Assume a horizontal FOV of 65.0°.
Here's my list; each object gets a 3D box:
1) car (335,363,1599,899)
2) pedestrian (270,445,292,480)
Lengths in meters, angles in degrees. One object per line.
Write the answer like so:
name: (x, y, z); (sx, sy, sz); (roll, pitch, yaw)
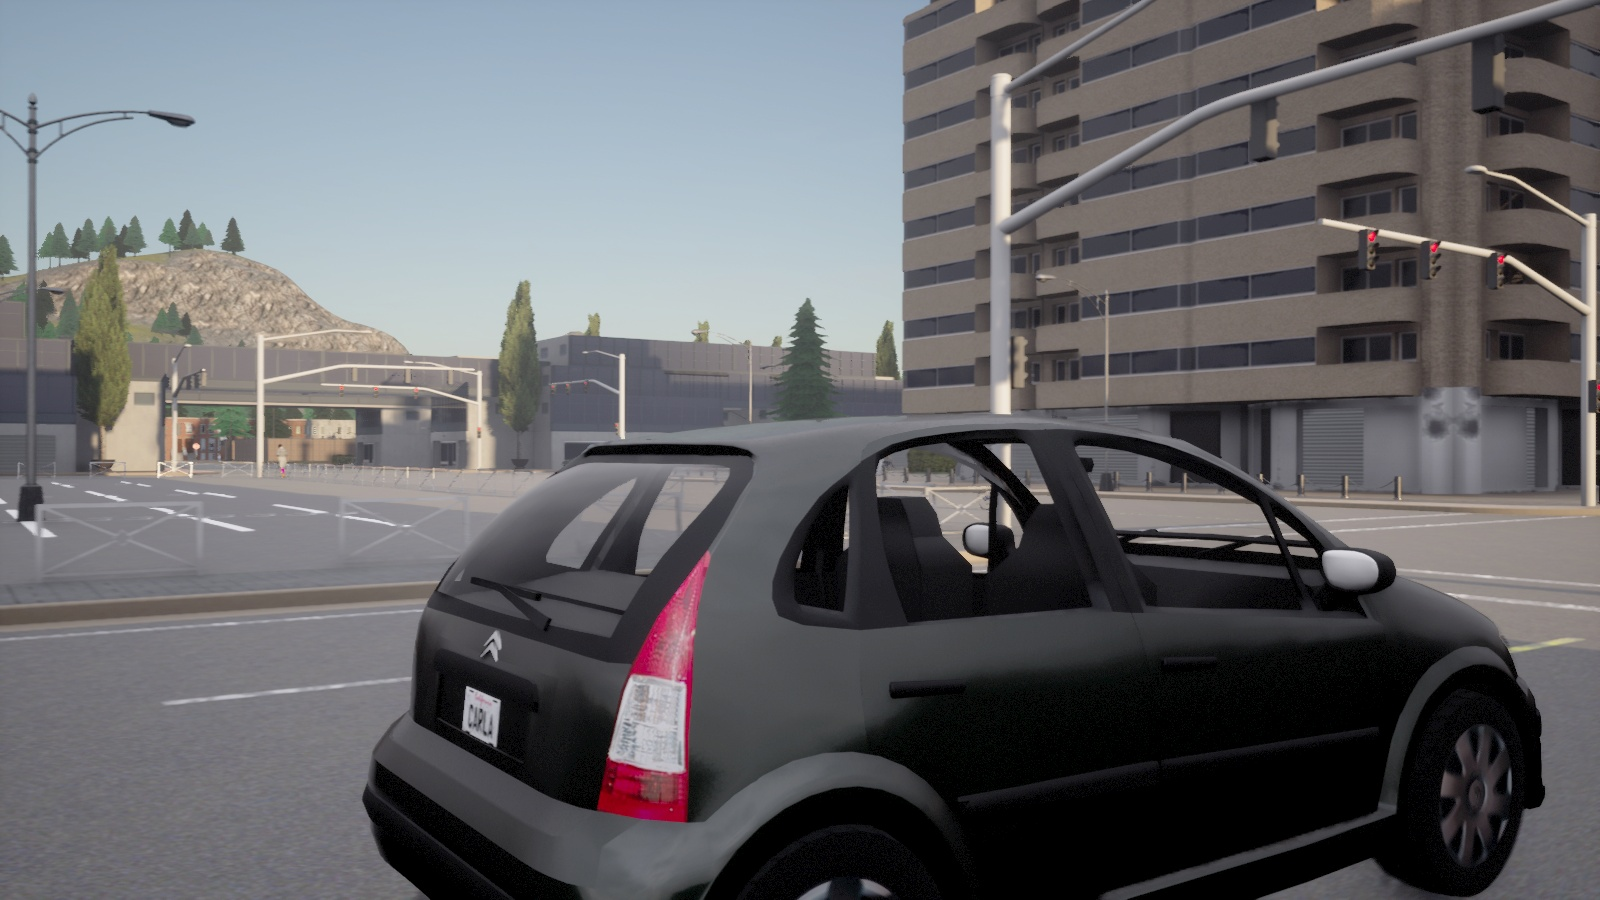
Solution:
car: (0.757, 0.652, 4.186); (3.988, 1.617, 1.851); (0, 0, -35)
pedestrian: (-28.591, 0.687, 69.184); (0.873, 1.952, 0.659); (0, 0, 23)
